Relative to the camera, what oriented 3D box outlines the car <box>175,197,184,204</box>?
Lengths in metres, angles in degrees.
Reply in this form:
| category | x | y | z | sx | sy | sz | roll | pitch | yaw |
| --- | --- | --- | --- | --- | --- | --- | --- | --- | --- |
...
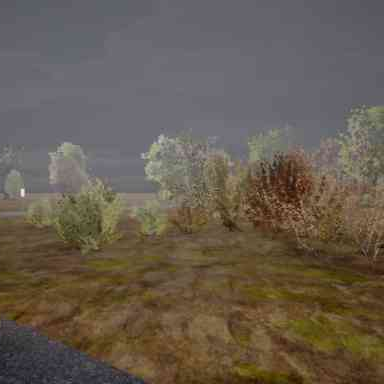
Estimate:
| category | x | y | z | sx | sy | sz | roll | pitch | yaw |
| --- | --- | --- | --- | --- | --- | --- | --- | --- | --- |
| car | -1.186 | 1.561 | 60.084 | 1.812 | 1.442 | 4.674 | 0 | 0 | 41 |
